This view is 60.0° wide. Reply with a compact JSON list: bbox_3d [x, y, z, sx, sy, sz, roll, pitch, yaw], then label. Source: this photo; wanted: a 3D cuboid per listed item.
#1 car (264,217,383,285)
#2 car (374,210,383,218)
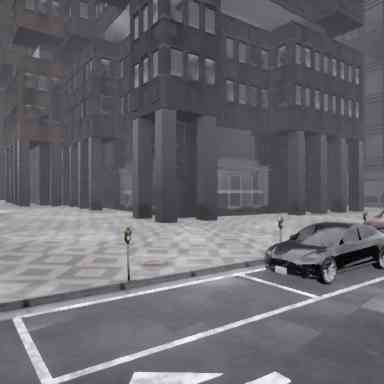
[{"bbox_3d":[3.977,1.561,9.488,4.313,1.339,1.947,0,0,-35],"label":"car"},{"bbox_3d":[8.393,1.309,12.639,5.009,1.841,2.192,0,0,-35],"label":"car"}]
